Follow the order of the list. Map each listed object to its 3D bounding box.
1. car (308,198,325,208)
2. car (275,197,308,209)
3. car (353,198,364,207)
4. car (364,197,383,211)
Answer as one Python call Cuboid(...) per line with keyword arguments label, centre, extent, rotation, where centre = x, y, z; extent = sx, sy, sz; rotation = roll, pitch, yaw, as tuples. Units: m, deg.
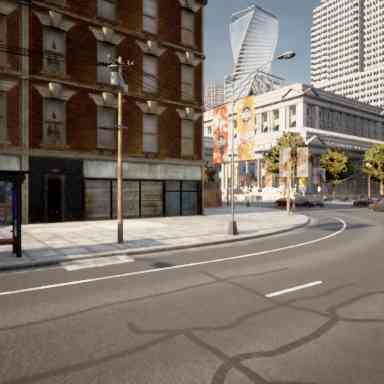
Cuboid(label="car", centre=(16.546, 1.547, 47.351), extent=(2.033, 1.411, 5.357), rotation=(0, 0, -15))
Cuboid(label="car", centre=(13.301, 1.477, 45.741), extent=(1.882, 1.535, 5.008), rotation=(0, 0, -15))
Cuboid(label="car", centre=(26.433, 1.519, 50.039), extent=(2.002, 1.452, 4.674), rotation=(0, 0, -16))
Cuboid(label="car", centre=(21.739, 1.547, 36.774), extent=(2.033, 1.411, 5.357), rotation=(0, 0, -2))
